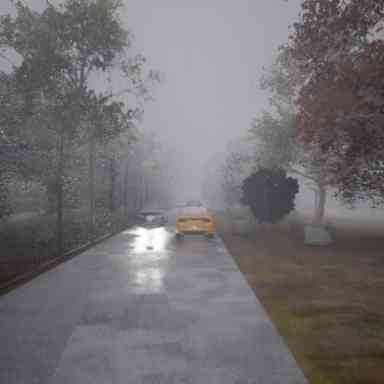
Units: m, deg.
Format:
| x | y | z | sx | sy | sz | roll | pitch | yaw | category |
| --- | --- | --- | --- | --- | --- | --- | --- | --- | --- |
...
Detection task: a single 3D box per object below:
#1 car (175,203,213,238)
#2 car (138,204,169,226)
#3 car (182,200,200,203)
| x | y | z | sx | sy | sz | roll | pitch | yaw | category |
| --- | --- | --- | --- | --- | --- | --- | --- | --- | --- |
| 0.131 | 1.563 | 18.379 | 1.882 | 1.535 | 5.008 | 0 | 0 | 0 | car |
| -2.796 | 1.647 | 24.781 | 2.128 | 1.511 | 4.902 | 0 | -1 | 0 | car |
| 0.230 | 1.734 | 38.880 | 2.097 | 1.767 | 4.553 | 0 | -1 | 0 | car |
